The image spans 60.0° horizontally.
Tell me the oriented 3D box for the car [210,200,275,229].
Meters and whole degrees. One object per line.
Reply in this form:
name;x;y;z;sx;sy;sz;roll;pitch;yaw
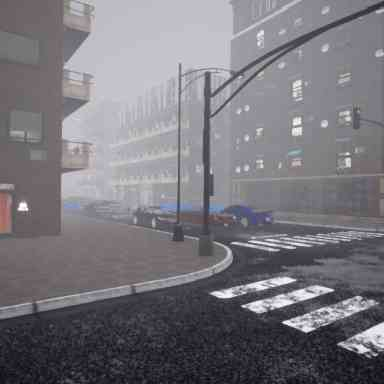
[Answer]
car;3.285;1.529;22.415;1.882;1.535;5.008;1;0;-33

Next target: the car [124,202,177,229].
car;-2.402;1.540;21.630;2.008;1.369;4.403;1;-1;-35

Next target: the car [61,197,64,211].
car;-15.140;1.581;40.029;2.008;1.369;4.403;1;-1;-35

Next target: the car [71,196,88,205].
car;-21.398;1.606;62.913;1.967;1.590;4.097;1;-1;-35

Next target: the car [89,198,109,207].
car;-15.030;1.730;53.713;1.802;1.307;4.206;1;-1;-35

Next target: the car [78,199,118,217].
car;-8.772;1.592;30.829;1.802;1.307;4.206;1;-1;-35

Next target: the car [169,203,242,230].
car;0.752;1.617;21.402;1.895;1.301;4.718;1;-1;-35

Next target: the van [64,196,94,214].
van;-11.954;1.361;35.431;1.690;1.788;3.998;1;-1;-35

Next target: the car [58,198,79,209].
car;-18.153;1.642;48.863;1.994;1.385;4.181;1;-1;-34

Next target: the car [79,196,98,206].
car;-18.214;1.597;58.313;1.967;1.590;4.097;1;-1;-35

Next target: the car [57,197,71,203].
car;-27.768;1.727;72.111;1.887;1.381;4.507;1;-1;-35

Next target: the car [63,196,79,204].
car;-24.582;1.614;67.512;1.967;1.590;4.097;1;-1;-35

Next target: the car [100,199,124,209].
car;-11.846;1.683;49.114;1.887;1.381;4.507;1;-1;-35

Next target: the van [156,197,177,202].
van;-2.291;1.450;35.316;1.690;1.788;3.998;1;-1;-35

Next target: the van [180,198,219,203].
van;0.893;1.439;30.717;1.690;1.788;3.998;1;-1;-35

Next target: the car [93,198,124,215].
car;-8.411;1.572;34.652;1.812;1.442;4.674;1;-1;-35
